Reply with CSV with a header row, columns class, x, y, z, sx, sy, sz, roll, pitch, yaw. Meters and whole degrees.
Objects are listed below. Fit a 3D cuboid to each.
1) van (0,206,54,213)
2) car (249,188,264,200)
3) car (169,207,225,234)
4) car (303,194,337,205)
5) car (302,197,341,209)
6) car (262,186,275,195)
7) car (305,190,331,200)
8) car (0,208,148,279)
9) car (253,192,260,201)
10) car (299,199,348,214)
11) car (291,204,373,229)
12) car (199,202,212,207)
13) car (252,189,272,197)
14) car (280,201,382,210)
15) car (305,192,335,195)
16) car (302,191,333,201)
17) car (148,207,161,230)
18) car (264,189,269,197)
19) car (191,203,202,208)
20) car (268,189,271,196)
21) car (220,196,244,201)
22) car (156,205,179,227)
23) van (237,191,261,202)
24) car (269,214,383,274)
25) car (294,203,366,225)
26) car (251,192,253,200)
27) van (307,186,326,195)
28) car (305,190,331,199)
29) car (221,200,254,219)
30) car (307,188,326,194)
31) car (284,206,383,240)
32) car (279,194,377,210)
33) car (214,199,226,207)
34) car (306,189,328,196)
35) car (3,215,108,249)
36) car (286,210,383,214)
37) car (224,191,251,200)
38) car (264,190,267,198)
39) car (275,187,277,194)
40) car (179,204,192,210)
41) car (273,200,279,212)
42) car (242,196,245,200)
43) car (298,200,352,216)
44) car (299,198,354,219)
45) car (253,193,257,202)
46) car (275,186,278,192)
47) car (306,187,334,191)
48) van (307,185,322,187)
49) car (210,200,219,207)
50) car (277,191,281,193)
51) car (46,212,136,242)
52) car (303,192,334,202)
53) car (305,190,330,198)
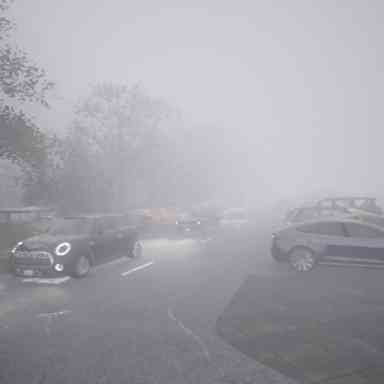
class,x,y,z,sx,sy,sz,roll,pitch,yaw
van,-7.537,1.598,13.975,4.442,1.987,1.878,-1,-1,20
car,10.308,0.944,63.843,5.566,2.045,2.435,-2,1,20
car,0.472,1.942,21.959,1.895,1.301,4.718,-2,-1,20
car,19.811,1.170,51.598,4.792,1.488,2.163,-2,1,20
car,16.952,1.416,43.739,4.674,1.452,2.002,-2,1,20
car,16.895,0.247,82.178,5.566,2.045,2.435,-2,2,20
car,24.468,0.529,64.566,4.553,1.767,2.185,-2,1,20
car,-3.527,1.547,10.841,2.097,1.767,4.553,-2,-1,20
car,9.175,1.297,61.302,5.366,1.575,1.946,-2,1,20
car,14.099,1.566,35.887,4.792,1.488,2.163,-2,0,20
car,9.410,1.627,22.763,4.892,1.521,2.231,-2,-1,20
car,-1.066,1.965,32.266,5.008,1.535,2.097,-2,0,20
car,17.843,0.271,84.799,4.553,1.767,2.185,-2,2,20
car,6.535,1.434,14.911,4.553,1.767,2.185,-2,-1,20
car,15.977,1.314,41.124,4.553,1.767,2.185,-2,1,20
car,23.370,0.752,62.143,5.366,1.575,1.946,-2,1,20
car,-4.838,1.966,21.896,4.792,1.488,2.163,-2,-1,20
car,14.049,0.799,74.337,5.008,1.535,2.097,-2,2,20
car,-1.988,2.004,29.631,4.792,1.488,2.163,-2,-1,20
car,14.989,0.700,76.957,4.892,1.521,2.231,-2,2,20
car,3.825,1.780,45.323,5.366,1.575,1.946,-2,1,20
car,-4.039,1.961,24.576,5.366,1.575,1.946,-2,-1,20
van,11.333,0.868,66.433,4.442,1.987,1.878,-2,1,20
car,4.706,1.509,9.649,4.792,1.488,2.163,-2,-1,20
car,10.374,1.658,25.369,4.792,1.488,2.163,-2,0,20
car,7.391,1.368,55.892,4.553,1.767,2.185,-2,1,20
van,32.089,-0.380,85.535,4.442,1.987,1.878,-2,2,20
car,25.420,0.553,67.317,4.892,1.521,2.231,-2,2,20
car,4.620,1.860,33.450,1.812,1.442,4.674,-2,0,20
car,32.977,-0.227,88.249,4.792,1.488,2.163,-2,2,20
car,7.515,1.591,17.511,5.008,1.535,2.097,-2,-1,20
car,8.425,1.363,20.154,5.566,2.045,2.435,-2,-1,20
car,0.869,1.919,37.636,4.892,1.521,2.231,-2,0,20
car,29.187,0.192,77.789,4.674,1.452,2.002,-2,2,20
car,-6.746,1.903,16.528,4.674,1.452,2.002,-2,-1,20
car,5.595,1.550,12.287,4.792,1.488,2.163,-2,-1,20
car,5.503,1.406,50.639,5.566,2.045,2.435,-2,1,20
car,13.112,0.939,71.718,4.674,1.452,2.002,-2,1,20
car,19.705,0.193,90.049,5.008,1.535,2.097,-2,2,20
car,-3.091,1.974,27.206,5.366,1.575,1.946,-2,-1,20
car,10.954,1.669,40.457,2.033,1.411,5.357,-2,1,20
car,4.590,1.726,48.012,5.008,1.535,2.097,-2,1,20
car,13.210,1.601,33.244,4.792,1.488,2.163,-2,0,20
car,12.263,1.473,30.621,4.553,1.767,2.185,-2,0,20
car,8.372,1.398,58.502,5.008,1.535,2.097,-2,1,20
car,20.666,-0.036,92.655,4.553,1.767,2.185,-2,2,20
car,21.628,0.697,56.848,5.566,2.045,2.435,-2,1,20
van,26.248,0.230,69.967,4.442,1.987,1.878,-2,2,20
car,-0.120,1.947,34.891,5.008,1.535,2.097,-2,0,20
car,14.090,1.259,49.196,2.097,1.767,4.553,-2,1,20
car,-5.801,1.943,19.148,4.674,1.452,2.002,-2,-1,20
car,22.609,0.849,59.460,5.008,1.535,2.097,-2,1,20
car,27.301,0.352,72.553,5.008,1.535,2.097,-2,2,20
